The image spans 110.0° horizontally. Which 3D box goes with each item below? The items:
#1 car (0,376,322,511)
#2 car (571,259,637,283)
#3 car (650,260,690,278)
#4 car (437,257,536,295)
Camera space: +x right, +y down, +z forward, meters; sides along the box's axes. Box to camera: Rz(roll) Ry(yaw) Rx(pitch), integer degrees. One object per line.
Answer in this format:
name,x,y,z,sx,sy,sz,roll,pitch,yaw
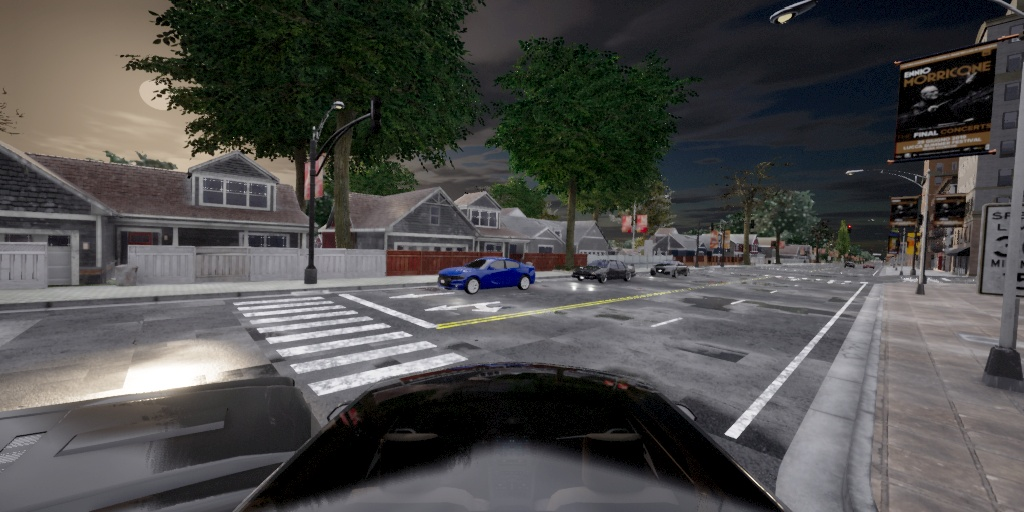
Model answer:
car,-3.315,1.281,1.350,4.718,1.301,1.895,1,2,-34
car,6.152,0.934,23.411,5.357,1.411,2.033,1,2,-44
car,13.382,1.021,30.299,4.181,1.385,1.994,1,2,-44
car,-1.047,0.797,16.525,5.008,1.535,1.882,0,2,-44
